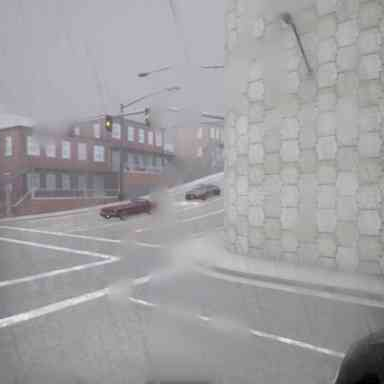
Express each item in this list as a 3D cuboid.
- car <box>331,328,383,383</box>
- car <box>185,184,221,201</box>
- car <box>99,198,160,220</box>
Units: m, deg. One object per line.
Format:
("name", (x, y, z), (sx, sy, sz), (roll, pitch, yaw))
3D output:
("car", (3.308, 1.492, 1.604), (4.902, 1.511, 2.128), (0, 0, 36))
("car", (1.105, -0.046, 32.727), (1.994, 1.385, 4.181), (0, 9, 35))
("car", (-4.560, 1.182, 24.729), (1.895, 1.301, 4.718), (0, 5, 35))
